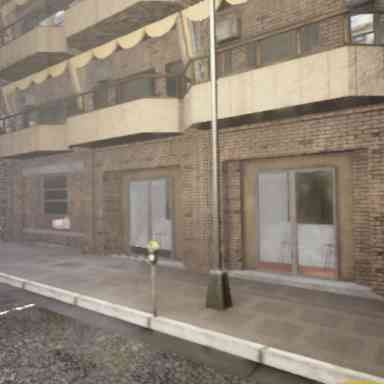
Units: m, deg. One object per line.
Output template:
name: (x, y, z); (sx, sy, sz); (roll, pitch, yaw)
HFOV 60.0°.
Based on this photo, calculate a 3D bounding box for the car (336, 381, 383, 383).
car: (2.623, 1.514, 1.020); (4.829, 1.417, 1.752); (0, -1, 36)
